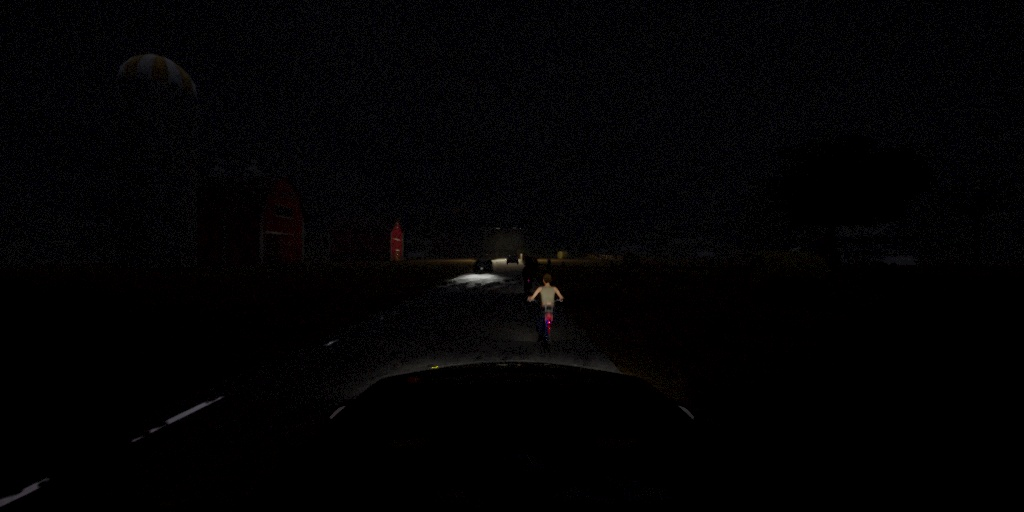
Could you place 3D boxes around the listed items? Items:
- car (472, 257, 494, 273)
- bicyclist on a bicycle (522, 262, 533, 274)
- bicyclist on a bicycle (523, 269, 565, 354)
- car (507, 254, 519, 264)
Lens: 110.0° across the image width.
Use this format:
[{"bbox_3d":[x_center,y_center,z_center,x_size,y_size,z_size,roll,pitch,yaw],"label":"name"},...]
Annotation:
[{"bbox_3d":[-2.848,0.903,36.156,2.128,1.511,4.902,0,1,0],"label":"car"},{"bbox_3d":[0.756,1.128,16.656,0.582,1.620,1.656,0,0,0],"label":"bicyclist on a bicycle"},{"bbox_3d":[0.745,1.173,7.729,0.866,1.612,1.509,0,0,0],"label":"bicyclist on a bicycle"},{"bbox_3d":[0.098,0.626,60.245,1.994,1.385,4.181,0,1,0],"label":"car"}]
